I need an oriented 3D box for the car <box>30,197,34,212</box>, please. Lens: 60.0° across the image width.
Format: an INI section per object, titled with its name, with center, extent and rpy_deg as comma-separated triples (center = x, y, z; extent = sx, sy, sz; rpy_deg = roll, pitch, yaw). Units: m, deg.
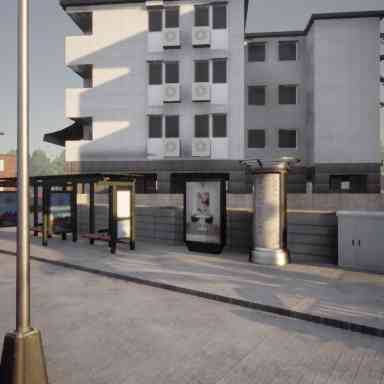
[car]
center = -16.871, 1.352, 34.256
extent = 2.097, 1.767, 4.553
rpy_deg = 0, 0, 36
